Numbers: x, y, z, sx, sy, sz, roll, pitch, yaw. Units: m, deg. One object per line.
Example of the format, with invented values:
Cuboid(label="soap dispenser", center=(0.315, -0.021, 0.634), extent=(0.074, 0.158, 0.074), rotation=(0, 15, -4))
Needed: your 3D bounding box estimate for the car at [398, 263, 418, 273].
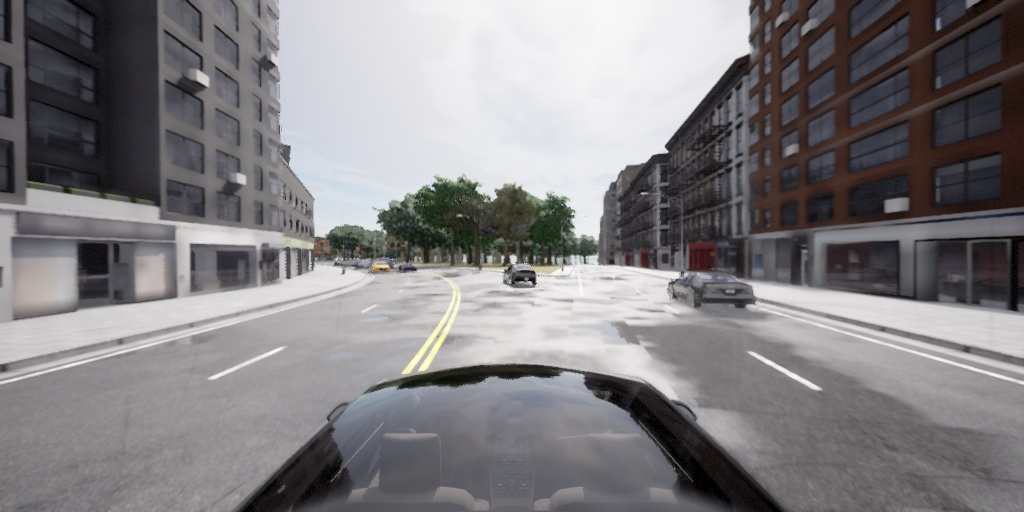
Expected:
Cuboid(label="car", center=(-14.085, 1.557, 48.424), extent=(1.895, 1.301, 4.718), rotation=(-1, 0, -26))

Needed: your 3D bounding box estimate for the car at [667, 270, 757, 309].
Cuboid(label="car", center=(7.967, 1.280, 14.827), extent=(2.033, 1.411, 5.357), rotation=(0, 0, 10))

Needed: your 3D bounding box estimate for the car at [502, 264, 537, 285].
Cuboid(label="car", center=(0.508, 1.362, 27.380), extent=(1.837, 1.490, 4.892), rotation=(1, 0, -12))

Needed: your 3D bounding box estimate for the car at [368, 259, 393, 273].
Cuboid(label="car", center=(-17.769, 1.486, 48.429), extent=(1.882, 1.535, 5.008), rotation=(-1, 0, -28))
